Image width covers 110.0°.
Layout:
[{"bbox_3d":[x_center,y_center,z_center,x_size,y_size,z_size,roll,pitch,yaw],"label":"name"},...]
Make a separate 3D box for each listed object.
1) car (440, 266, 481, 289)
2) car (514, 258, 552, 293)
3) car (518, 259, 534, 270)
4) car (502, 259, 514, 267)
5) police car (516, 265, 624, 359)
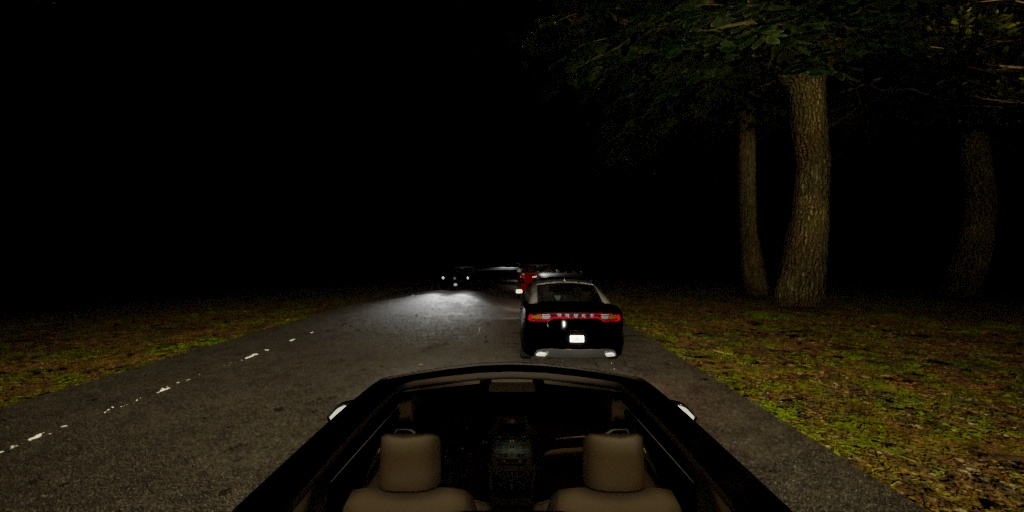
[{"bbox_3d":[-3.169,1.325,22.695,1.895,1.301,4.718,0,0,2],"label":"car"},{"bbox_3d":[1.330,1.084,18.370,2.097,1.767,4.553,0,0,2],"label":"car"},{"bbox_3d":[2.018,1.231,50.941,2.033,1.411,5.357,0,0,4],"label":"car"},{"bbox_3d":[-0.604,1.256,63.614,1.895,1.301,4.718,0,0,6],"label":"car"},{"bbox_3d":[1.119,1.170,8.549,1.930,1.638,5.238,0,0,1],"label":"police car"}]
